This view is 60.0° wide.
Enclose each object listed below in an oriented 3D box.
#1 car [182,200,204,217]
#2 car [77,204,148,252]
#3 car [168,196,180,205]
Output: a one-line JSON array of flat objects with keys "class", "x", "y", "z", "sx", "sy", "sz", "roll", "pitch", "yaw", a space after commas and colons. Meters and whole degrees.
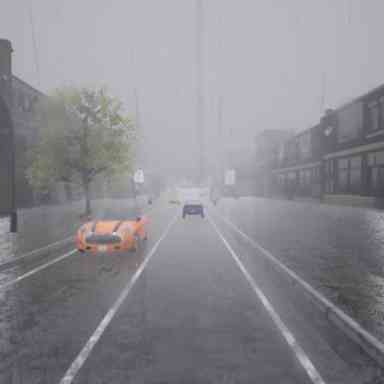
[{"class": "car", "x": 0.114, "y": 1.507, "z": 31.733, "sx": 1.882, "sy": 1.535, "sz": 5.008, "roll": 0, "pitch": 0, "yaw": 0}, {"class": "car", "x": -3.093, "y": 1.366, "z": 13.776, "sx": 2.097, "sy": 1.767, "sz": 4.553, "roll": 0, "pitch": 0, "yaw": 0}, {"class": "car", "x": -3.022, "y": 1.376, "z": 56.174, "sx": 1.882, "sy": 1.535, "sz": 5.008, "roll": 0, "pitch": 1, "yaw": 1}]
